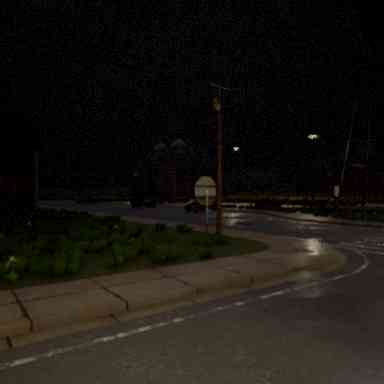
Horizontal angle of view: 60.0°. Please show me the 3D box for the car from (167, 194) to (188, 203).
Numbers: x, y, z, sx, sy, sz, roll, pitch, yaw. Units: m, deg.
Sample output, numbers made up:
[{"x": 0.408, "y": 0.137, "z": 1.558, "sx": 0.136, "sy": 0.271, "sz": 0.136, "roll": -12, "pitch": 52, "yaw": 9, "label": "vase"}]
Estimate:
[{"x": -2.554, "y": 1.344, "z": 65.041, "sx": 4.605, "sy": 1.855, "sz": 1.932, "roll": 0, "pitch": 0, "yaw": -36, "label": "car"}]

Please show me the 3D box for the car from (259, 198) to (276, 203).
[{"x": 10.867, "y": 1.555, "z": 47.007, "sx": 3.905, "sy": 1.438, "sz": 1.784, "roll": 0, "pitch": 0, "yaw": -36, "label": "car"}]

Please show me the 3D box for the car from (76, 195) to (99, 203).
[{"x": -21.527, "y": 1.502, "z": 68.524, "sx": 4.611, "sy": 1.667, "sz": 2.242, "roll": 0, "pitch": 0, "yaw": -36, "label": "car"}]

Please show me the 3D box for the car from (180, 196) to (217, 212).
[{"x": 1.190, "y": 1.528, "z": 38.446, "sx": 4.193, "sy": 1.474, "sz": 1.816, "roll": 0, "pitch": 0, "yaw": -36, "label": "car"}]

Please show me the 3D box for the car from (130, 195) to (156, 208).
[{"x": -7.231, "y": 1.335, "z": 48.991, "sx": 3.866, "sy": 1.878, "sz": 1.905, "roll": 0, "pitch": 0, "yaw": -36, "label": "car"}]
